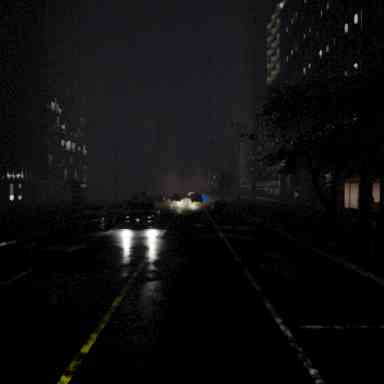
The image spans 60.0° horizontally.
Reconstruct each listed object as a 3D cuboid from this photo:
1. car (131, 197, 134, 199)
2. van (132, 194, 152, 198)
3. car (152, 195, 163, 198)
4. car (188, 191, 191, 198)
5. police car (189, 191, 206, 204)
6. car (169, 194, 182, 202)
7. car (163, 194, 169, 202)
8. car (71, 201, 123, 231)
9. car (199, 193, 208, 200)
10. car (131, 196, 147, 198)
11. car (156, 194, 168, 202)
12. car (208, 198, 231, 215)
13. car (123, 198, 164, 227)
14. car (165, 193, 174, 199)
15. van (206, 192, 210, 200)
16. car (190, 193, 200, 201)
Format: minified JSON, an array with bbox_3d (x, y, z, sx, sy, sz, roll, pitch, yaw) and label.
[{"bbox_3d":[-5.720,1.373,25.071,1.752,1.417,4.829,-1,0,0],"label":"car"},{"bbox_3d":[-5.731,1.125,36.489,1.690,1.788,3.998,-1,0,0],"label":"van"},{"bbox_3d":[-5.735,1.268,47.740,1.887,1.381,4.507,-1,0,0],"label":"car"},{"bbox_3d":[0.842,0.980,66.717,2.097,1.767,4.553,0,0,0],"label":"car"},{"bbox_3d":[0.860,1.102,56.855,1.930,1.638,5.238,0,0,0],"label":"police car"},{"bbox_3d":[-3.066,1.143,63.799,1.837,1.490,4.892,0,0,1],"label":"car"},{"bbox_3d":[-5.743,1.217,58.991,2.008,1.369,4.403,-1,0,0],"label":"car"},{"bbox_3d":[-5.716,1.430,19.615,2.008,1.369,4.403,-1,0,0],"label":"car"},{"bbox_3d":[2.623,1.025,75.871,1.967,1.590,4.097,-1,0,0],"label":"car"},{"bbox_3d":[-5.723,1.360,30.866,1.887,1.381,4.507,-1,0,0],"label":"car"},{"bbox_3d":[-5.747,1.189,64.615,2.008,1.369,4.403,-1,0,0],"label":"car"},{"bbox_3d":[2.657,1.397,30.872,1.802,1.307,4.206,-1,0,0],"label":"car"},{"bbox_3d":[-3.114,1.373,21.512,1.837,1.490,4.892,0,0,0],"label":"car"},{"bbox_3d":[-5.763,1.084,87.115,2.008,1.369,4.403,-1,0,0],"label":"car"},{"bbox_3d":[2.629,0.979,64.621,1.690,1.788,3.998,-1,0,0],"label":"van"},{"bbox_3d":[0.711,1.079,72.782,1.882,1.535,5.008,0,0,3],"label":"car"}]
